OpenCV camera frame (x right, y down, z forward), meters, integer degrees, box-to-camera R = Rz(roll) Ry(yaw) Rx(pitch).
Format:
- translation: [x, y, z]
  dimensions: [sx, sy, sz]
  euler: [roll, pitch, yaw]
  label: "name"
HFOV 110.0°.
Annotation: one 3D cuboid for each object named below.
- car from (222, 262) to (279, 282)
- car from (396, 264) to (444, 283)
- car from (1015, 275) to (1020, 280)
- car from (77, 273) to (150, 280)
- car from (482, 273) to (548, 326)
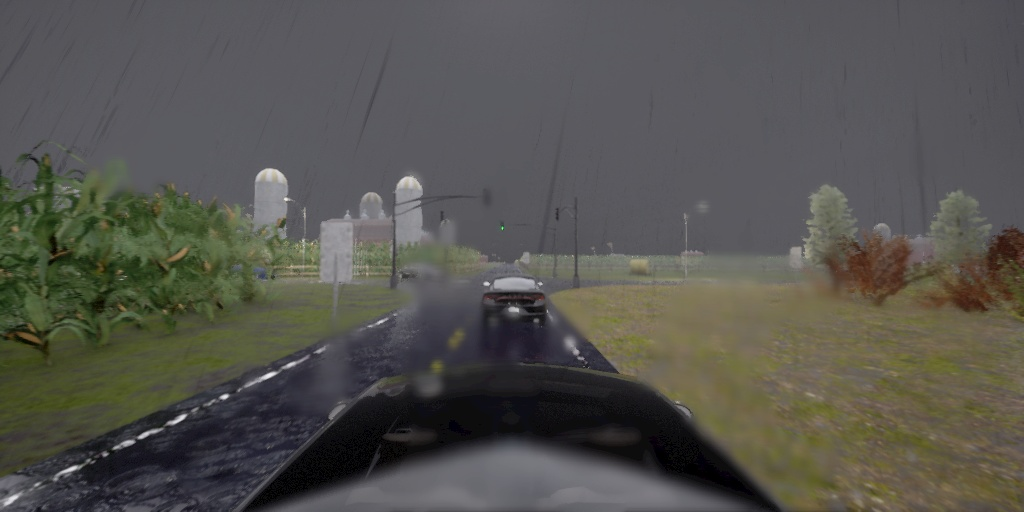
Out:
- translation: [-21.315, 1.245, 28.437]
  dimensions: [5.008, 1.535, 1.882]
  euler: [1, -2, -3]
  label: "car"
- translation: [-7.956, 1.420, 30.467]
  dimensions: [4.902, 1.511, 2.128]
  euler: [0, -2, 35]
  label: "car"
- translation: [48.665, 2.046, 33.282]
  dimensions: [4.718, 1.301, 1.895]
  euler: [1, -2, -5]
  label: "car"
- translation: [-30.772, 1.165, 27.918]
  dimensions: [5.008, 1.535, 1.882]
  euler: [0, -2, -3]
  label: "car"
- translation: [0.048, 1.314, 12.026]
  dimensions: [1.882, 1.535, 5.008]
  euler: [0, 0, -1]
  label: "car"
